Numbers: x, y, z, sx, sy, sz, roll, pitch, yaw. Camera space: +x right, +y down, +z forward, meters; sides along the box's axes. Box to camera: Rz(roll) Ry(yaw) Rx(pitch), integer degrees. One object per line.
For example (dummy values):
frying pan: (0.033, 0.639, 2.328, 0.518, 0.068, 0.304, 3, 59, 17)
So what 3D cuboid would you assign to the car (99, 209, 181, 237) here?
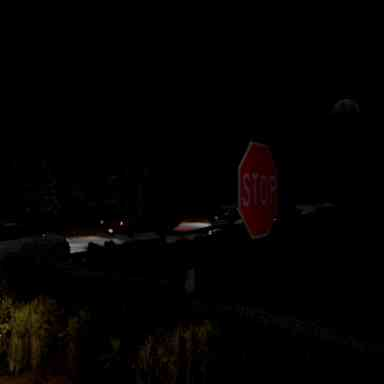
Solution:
car: (-2.716, 1.615, 18.148, 1.895, 1.301, 4.718, -1, -1, 36)

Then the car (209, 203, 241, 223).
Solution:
car: (3.140, 1.623, 26.248, 1.812, 1.442, 4.674, -1, -1, 36)

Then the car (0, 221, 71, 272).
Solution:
car: (-4.913, 1.447, 8.304, 1.812, 1.442, 4.674, -1, 0, 9)

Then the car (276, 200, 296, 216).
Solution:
car: (9.355, 1.646, 34.802, 2.128, 1.511, 4.902, -1, 0, 36)
